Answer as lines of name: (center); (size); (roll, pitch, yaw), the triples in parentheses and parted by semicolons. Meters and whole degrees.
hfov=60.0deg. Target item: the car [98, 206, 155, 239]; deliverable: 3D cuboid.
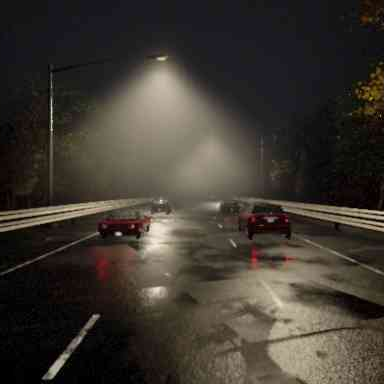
car: (-3.316, 1.609, 17.328); (1.895, 1.301, 4.718); (0, 0, 0)

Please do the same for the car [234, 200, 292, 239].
car: (3.690, 1.362, 17.661); (2.097, 1.767, 4.553); (0, 0, 1)

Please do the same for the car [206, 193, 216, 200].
car: (5.546, 1.453, 92.382); (2.033, 1.649, 4.856); (0, 0, 3)

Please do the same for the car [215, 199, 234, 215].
car: (3.905, 1.507, 34.589); (2.128, 1.511, 4.902); (0, 0, 1)

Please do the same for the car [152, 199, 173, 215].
car: (-3.097, 1.506, 34.595); (2.128, 1.511, 4.902); (0, 0, 1)
